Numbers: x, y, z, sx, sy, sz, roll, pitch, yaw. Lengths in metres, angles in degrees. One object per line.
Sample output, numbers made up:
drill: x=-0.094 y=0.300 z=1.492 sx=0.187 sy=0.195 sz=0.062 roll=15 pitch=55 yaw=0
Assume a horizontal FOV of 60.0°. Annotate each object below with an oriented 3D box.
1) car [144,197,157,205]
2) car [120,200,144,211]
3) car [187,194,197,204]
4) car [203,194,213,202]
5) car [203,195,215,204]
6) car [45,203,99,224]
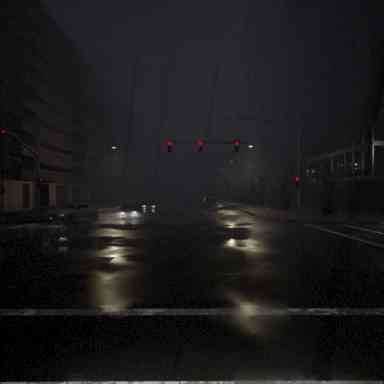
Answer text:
car: x=-7.256 y=1.526 z=57.611 sx=1.812 sy=1.442 sz=4.674 roll=0 pitch=0 yaw=1
car: x=-7.450 y=1.601 z=40.732 sx=1.895 sy=1.301 sz=4.718 roll=0 pitch=0 yaw=0
car: x=0.001 y=1.564 z=64.646 sx=1.994 sy=1.385 sz=4.181 roll=0 pitch=0 yaw=1
car: x=3.511 y=1.355 z=74.600 sx=2.097 sy=1.767 sz=4.553 roll=0 pitch=0 yaw=1
car: x=3.500 y=1.492 z=64.735 sx=2.128 sy=1.511 sz=4.902 roll=0 pitch=0 yaw=1
car: x=-8.894 y=1.544 z=25.139 sx=1.812 sy=1.442 sz=4.674 roll=0 pitch=1 yaw=21
